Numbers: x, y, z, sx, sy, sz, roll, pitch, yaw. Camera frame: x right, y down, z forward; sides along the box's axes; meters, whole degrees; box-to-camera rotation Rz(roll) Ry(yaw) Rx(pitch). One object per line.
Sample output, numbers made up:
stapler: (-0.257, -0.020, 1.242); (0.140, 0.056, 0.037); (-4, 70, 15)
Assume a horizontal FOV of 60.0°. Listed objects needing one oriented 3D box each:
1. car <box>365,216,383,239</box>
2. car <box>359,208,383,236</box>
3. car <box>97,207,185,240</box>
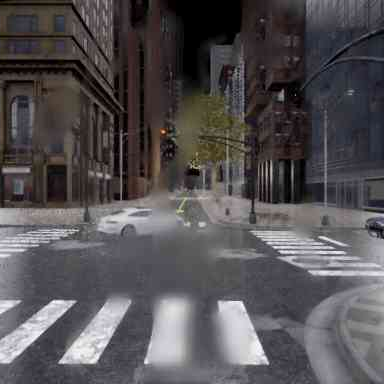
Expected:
car: (10.876, 1.426, 15.705); (4.553, 1.767, 2.097); (0, 0, 0)
car: (11.909, 1.631, 18.368); (4.403, 1.369, 2.008); (0, 0, 0)
car: (-2.500, 1.512, 17.021); (4.674, 1.442, 1.812); (0, 1, -38)
